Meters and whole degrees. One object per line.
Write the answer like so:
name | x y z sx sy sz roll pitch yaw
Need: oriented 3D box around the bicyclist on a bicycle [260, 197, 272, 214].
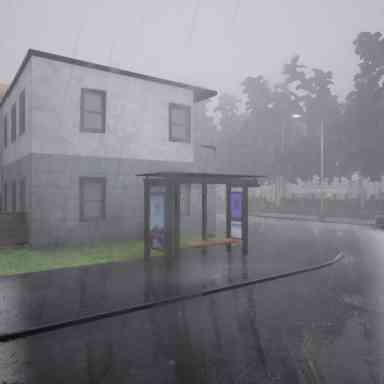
bicyclist on a bicycle | 7.200 1.349 32.448 1.656 1.620 0.582 0 0 -35

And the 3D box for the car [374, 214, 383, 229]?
car | 12.759 1.478 18.141 5.008 1.535 1.882 0 2 21
